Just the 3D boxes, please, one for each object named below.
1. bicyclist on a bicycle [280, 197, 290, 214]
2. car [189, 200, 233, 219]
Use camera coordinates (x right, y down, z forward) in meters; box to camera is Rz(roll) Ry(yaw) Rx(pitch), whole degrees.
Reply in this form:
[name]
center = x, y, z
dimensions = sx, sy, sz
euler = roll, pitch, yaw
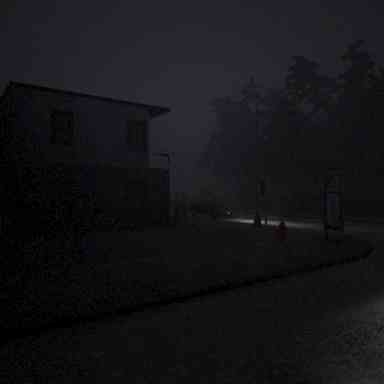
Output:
[bicyclist on a bicycle]
center = 9.320, 1.349, 33.312
dimensions = 1.656, 1.620, 0.582
euler = 0, 0, -36
[car]
center = 1.622, 1.491, 29.640
dimensions = 2.128, 1.511, 4.902
euler = 0, 0, -36
